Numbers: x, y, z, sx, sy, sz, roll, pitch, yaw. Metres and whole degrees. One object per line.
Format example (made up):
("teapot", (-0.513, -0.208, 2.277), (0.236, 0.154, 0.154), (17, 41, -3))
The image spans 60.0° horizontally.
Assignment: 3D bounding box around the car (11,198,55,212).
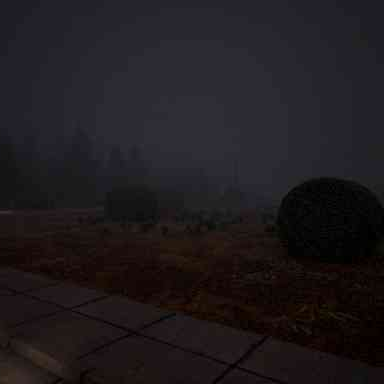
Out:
("car", (-18.773, 1.484, 39.416), (2.128, 1.511, 4.902), (0, 0, 37))
